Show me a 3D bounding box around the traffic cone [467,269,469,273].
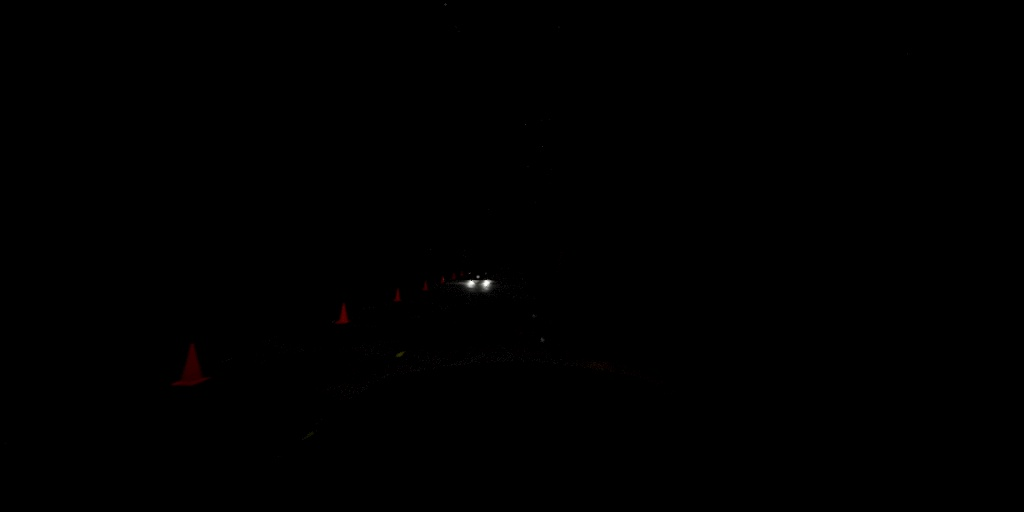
[{"bbox_3d":[-4.958,1.666,40.548,0.340,0.580,0.340,0,0,0],"label":"traffic cone"}]

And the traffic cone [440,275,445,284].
[{"bbox_3d":[-4.955,1.659,25.548,0.340,0.580,0.340,0,0,0],"label":"traffic cone"}]

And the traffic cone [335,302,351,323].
[{"bbox_3d":[-4.952,1.651,10.548,0.340,0.580,0.340,0,0,0],"label":"traffic cone"}]

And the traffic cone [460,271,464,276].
[{"bbox_3d":[-4.956,1.663,35.548,0.340,0.580,0.340,0,0,0],"label":"traffic cone"}]

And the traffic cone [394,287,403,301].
[{"bbox_3d":[-4.953,1.654,15.548,0.340,0.580,0.340,0,0,0],"label":"traffic cone"}]

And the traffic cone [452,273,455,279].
[{"bbox_3d":[-4.956,1.661,30.548,0.340,0.580,0.340,0,0,0],"label":"traffic cone"}]

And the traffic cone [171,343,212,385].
[{"bbox_3d":[-4.951,1.649,5.548,0.340,0.580,0.340,0,0,0],"label":"traffic cone"}]

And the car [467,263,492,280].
[{"bbox_3d":[-2.695,1.286,31.218,2.033,1.411,5.357,1,0,0],"label":"car"}]

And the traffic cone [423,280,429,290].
[{"bbox_3d":[-4.954,1.656,20.548,0.340,0.580,0.340,0,0,0],"label":"traffic cone"}]
